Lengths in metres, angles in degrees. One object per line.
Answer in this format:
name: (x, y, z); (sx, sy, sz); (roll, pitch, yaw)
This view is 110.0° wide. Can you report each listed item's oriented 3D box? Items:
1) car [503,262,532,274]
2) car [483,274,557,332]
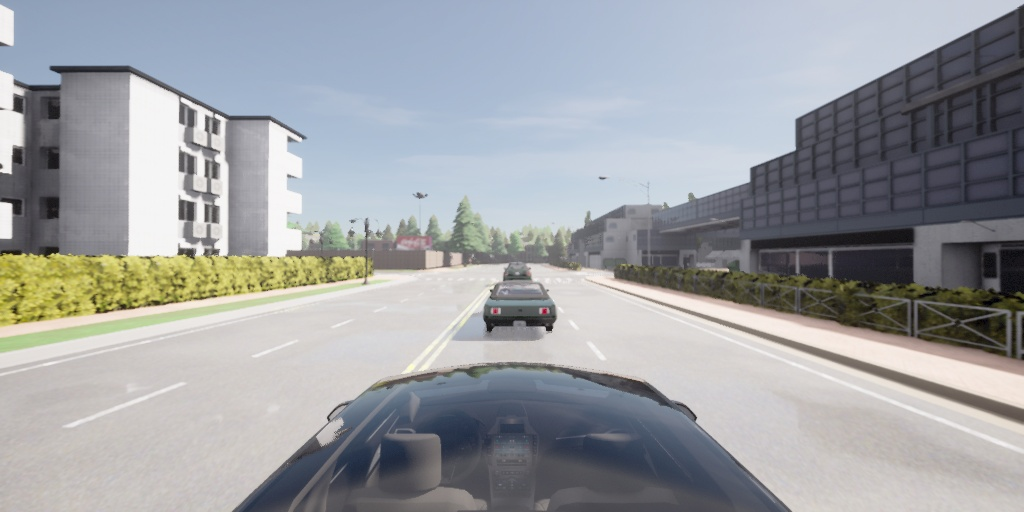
car: (0.394, 1.269, 27.166); (2.097, 1.767, 4.553); (0, 0, 1)
car: (0.217, 1.413, 11.122); (1.895, 1.301, 4.718); (0, 0, 1)
